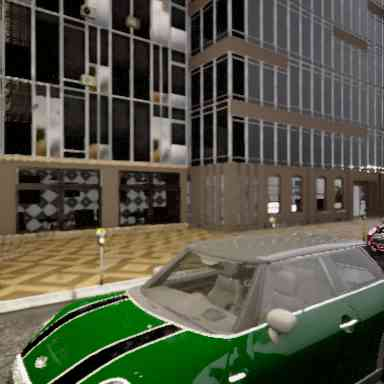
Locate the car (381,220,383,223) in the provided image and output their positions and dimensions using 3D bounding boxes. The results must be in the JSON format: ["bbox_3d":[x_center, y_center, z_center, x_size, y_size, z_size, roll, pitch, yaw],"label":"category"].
[{"bbox_3d":[8.339,1.433,12.509,4.097,1.590,1.967,0,0,-35],"label":"car"}]

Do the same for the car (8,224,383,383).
[{"bbox_3d":[0.510,1.351,3.742,4.553,1.767,2.097,0,0,-36],"label":"car"}]
